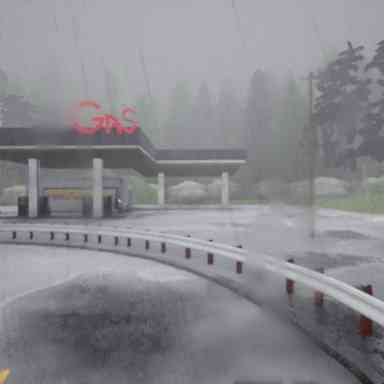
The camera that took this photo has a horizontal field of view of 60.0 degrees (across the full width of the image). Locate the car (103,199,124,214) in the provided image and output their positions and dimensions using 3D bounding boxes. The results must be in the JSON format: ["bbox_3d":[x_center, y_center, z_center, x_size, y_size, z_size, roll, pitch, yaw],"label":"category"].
[{"bbox_3d":[-8.547,1.376,32.527,3.633,1.501,1.845,0,0,1],"label":"car"}]
